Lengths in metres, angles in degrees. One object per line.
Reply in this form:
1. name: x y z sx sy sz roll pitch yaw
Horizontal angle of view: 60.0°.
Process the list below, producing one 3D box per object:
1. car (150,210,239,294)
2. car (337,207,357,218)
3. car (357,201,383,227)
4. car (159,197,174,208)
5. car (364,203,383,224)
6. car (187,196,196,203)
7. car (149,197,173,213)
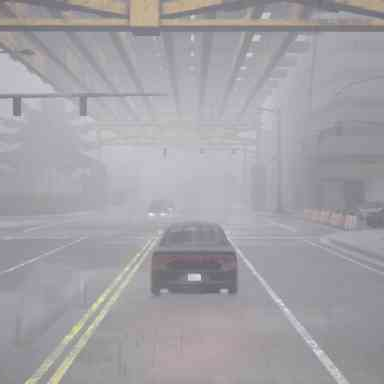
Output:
1. car: 0.052 1.479 8.846 1.882 1.535 5.008 0 0 0
2. car: 13.575 1.298 24.988 4.536 1.218 1.853 0 0 25
3. car: 13.212 1.455 20.850 4.974 1.542 2.038 0 0 -20
4. car: -3.703 1.531 48.181 1.812 1.442 4.674 0 0 0
5. car: 13.260 1.297 20.868 4.536 1.218 1.853 0 0 -20
6. car: -0.063 1.498 66.350 2.128 1.511 4.902 0 0 0
7. car: -3.693 1.551 38.078 2.033 1.411 5.357 0 0 0
